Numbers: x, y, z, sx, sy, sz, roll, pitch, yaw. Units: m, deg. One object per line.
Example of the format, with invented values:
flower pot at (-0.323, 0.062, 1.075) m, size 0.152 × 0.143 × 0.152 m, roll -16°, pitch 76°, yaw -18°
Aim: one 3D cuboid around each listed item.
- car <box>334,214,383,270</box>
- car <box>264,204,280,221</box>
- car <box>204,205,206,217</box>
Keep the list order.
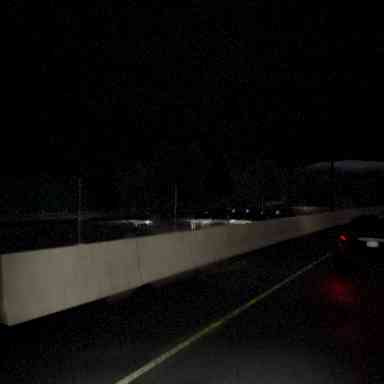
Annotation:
car at (6.235, 1.509, 11.023) m, size 2.097 × 1.767 × 4.553 m, roll 0°, pitch -1°, yaw 34°
car at (8.484, 1.963, 33.144) m, size 2.097 × 1.767 × 4.553 m, roll 0°, pitch -1°, yaw 35°
car at (2.109, 2.102, 36.234) m, size 1.882 × 1.535 × 5.008 m, roll 0°, pitch -2°, yaw 35°
